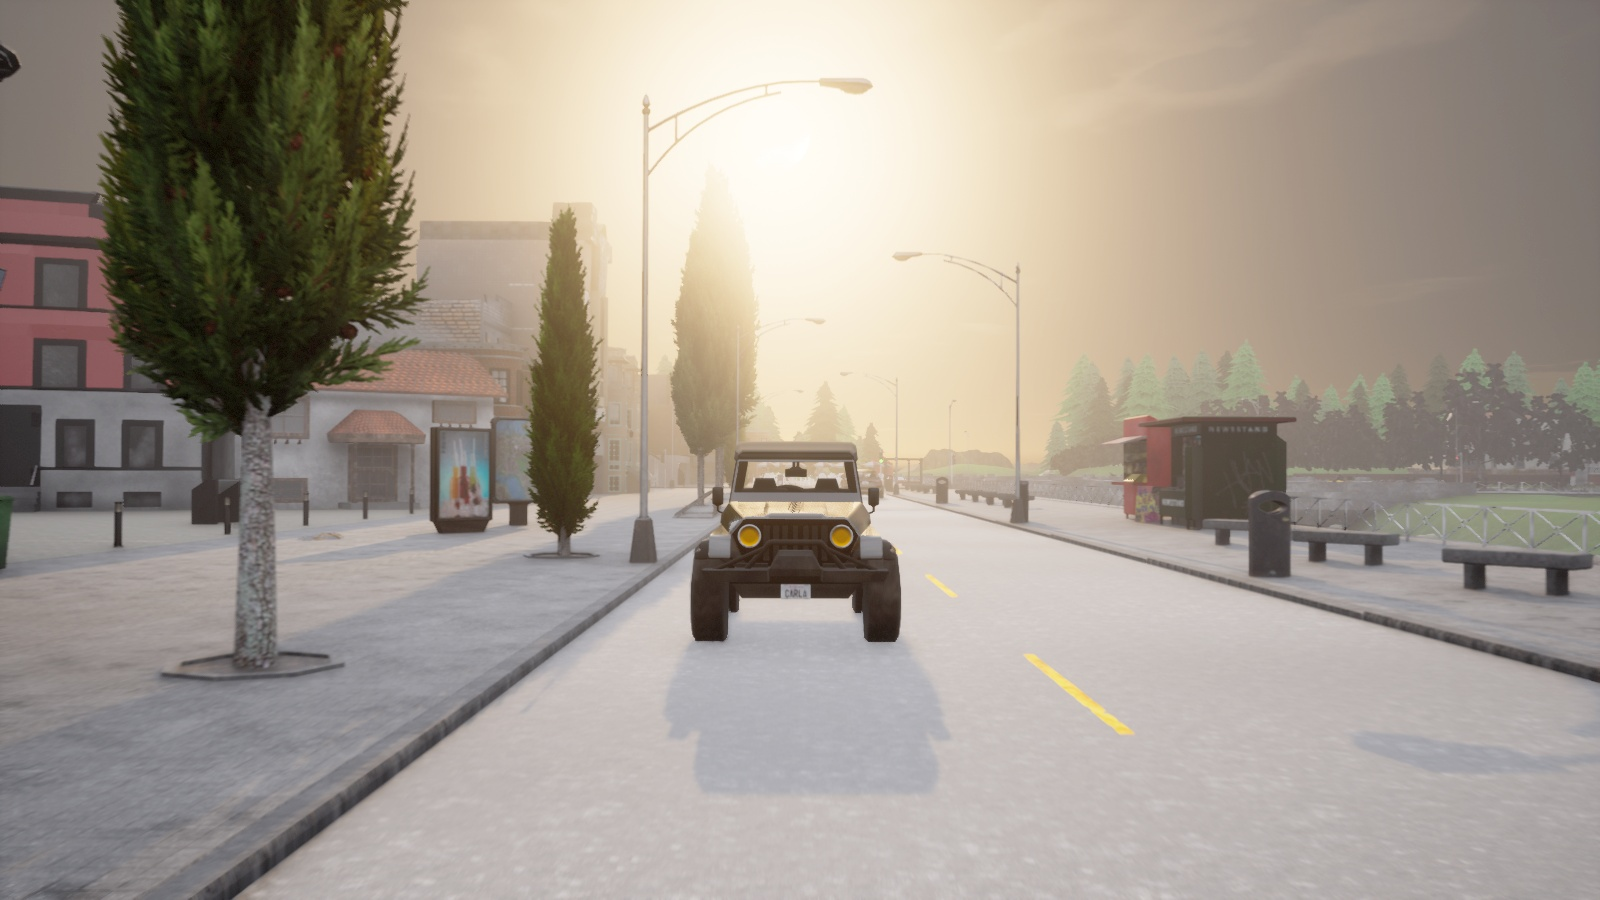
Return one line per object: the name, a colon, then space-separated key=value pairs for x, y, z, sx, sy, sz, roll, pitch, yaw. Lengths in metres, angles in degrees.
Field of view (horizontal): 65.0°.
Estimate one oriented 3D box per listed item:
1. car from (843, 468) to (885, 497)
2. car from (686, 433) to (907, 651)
car: x=3.804 y=1.902 z=75.143 sx=2.242 sy=1.667 sz=4.611 roll=0 pitch=-1 yaw=0
car: x=-0.034 y=0.825 z=12.804 sx=1.905 sy=1.878 sz=3.866 roll=0 pitch=-1 yaw=0
